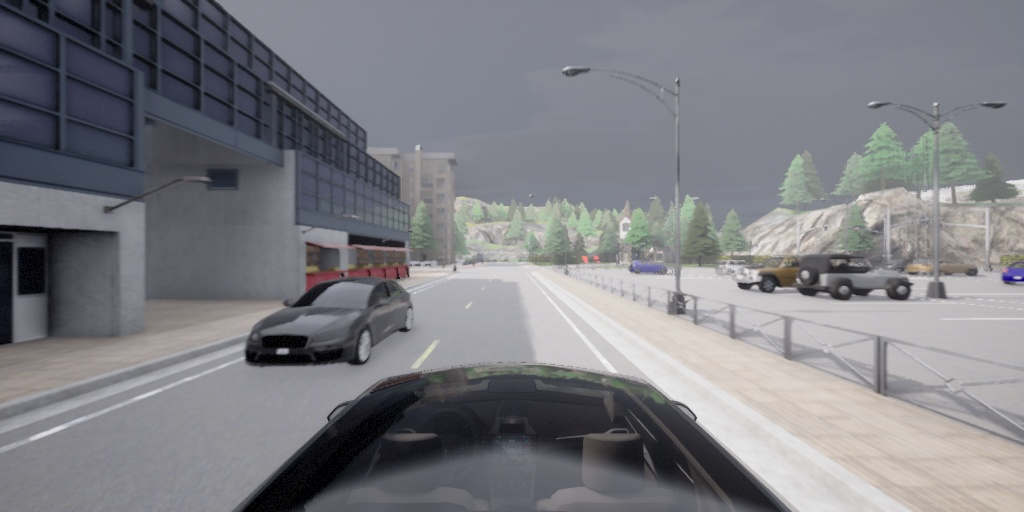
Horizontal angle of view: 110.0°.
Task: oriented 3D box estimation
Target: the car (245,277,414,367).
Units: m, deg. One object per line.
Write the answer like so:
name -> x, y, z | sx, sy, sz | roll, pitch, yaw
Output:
car -> -3.596, 1.258, 8.052 | 1.837, 1.490, 4.892 | 0, 0, 0
